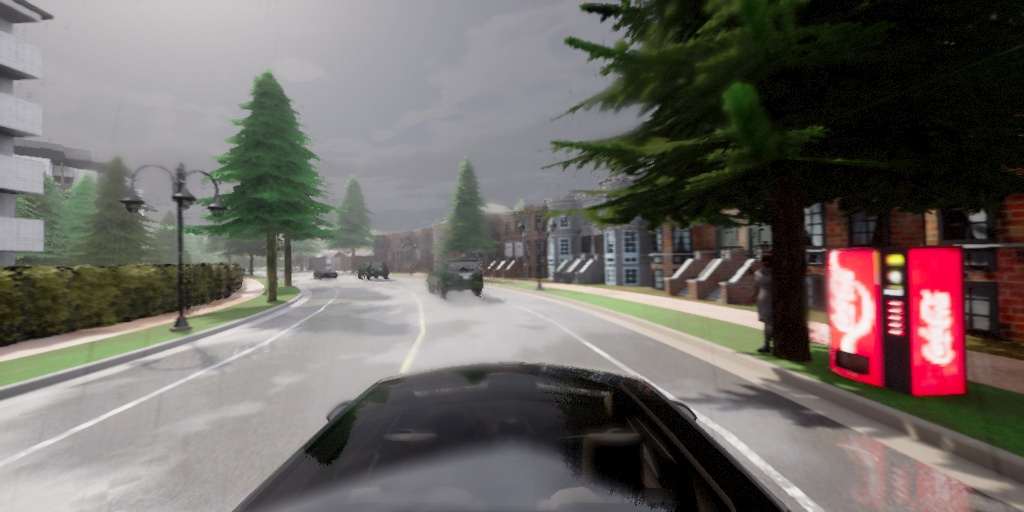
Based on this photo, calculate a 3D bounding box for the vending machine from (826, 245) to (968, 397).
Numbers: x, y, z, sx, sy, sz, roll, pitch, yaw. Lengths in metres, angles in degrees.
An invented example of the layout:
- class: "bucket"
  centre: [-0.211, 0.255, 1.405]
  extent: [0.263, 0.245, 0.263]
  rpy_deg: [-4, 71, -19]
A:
- class: "vending machine"
  centre: [5.394, 0.861, 5.095]
  extent: [1.100, 2.100, 0.880]
  rpy_deg: [0, 0, -4]

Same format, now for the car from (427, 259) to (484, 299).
- class: "car"
  centre: [-3.287, 1.179, 20.056]
  extent: [2.150, 2.045, 5.566]
  rpy_deg: [-1, -1, -23]

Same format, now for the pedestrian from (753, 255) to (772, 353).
- class: "pedestrian"
  centre: [4.911, 0.831, 6.750]
  extent: [0.375, 1.860, 0.375]
  rpy_deg: [-1, 0, -5]

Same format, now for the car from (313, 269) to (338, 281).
- class: "car"
  centre: [-21.677, 2.110, 41.689]
  extent: [1.895, 1.301, 4.718]
  rpy_deg: [-1, -1, -38]

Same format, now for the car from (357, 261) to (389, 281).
- class: "car"
  centre: [-15.351, 1.580, 39.529]
  extent: [2.150, 2.045, 5.566]
  rpy_deg: [-1, -1, -37]
